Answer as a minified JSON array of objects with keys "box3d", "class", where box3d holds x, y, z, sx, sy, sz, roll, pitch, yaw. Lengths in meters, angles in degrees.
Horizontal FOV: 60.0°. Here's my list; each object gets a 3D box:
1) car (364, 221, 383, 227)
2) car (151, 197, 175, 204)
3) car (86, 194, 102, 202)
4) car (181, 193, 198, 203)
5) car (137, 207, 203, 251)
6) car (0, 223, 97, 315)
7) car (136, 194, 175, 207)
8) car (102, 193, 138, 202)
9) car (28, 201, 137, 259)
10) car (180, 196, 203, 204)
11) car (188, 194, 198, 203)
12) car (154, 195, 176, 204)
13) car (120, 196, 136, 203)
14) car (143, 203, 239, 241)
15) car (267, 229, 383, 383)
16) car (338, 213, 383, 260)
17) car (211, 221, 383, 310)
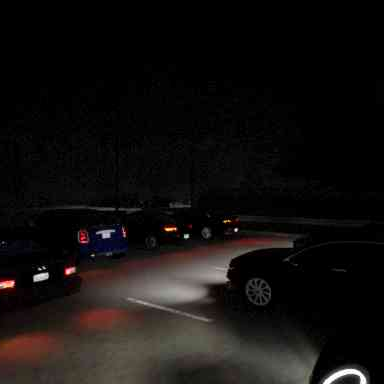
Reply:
[{"box3d":[5.088,1.526,8.954,4.674,1.442,1.812,0,0,36],"class":"car"},{"box3d":[-5.373,1.601,62.476,1.895,1.301,4.718,0,0,36],"class":"car"},{"box3d":[-13.626,1.490,51.170,2.128,1.511,4.902,0,0,36],"class":"car"},{"box3d":[0.434,1.212,58.536,2.150,2.045,5.566,0,1,39],"class":"car"},{"box3d":[-2.078,1.526,14.085,4.674,1.442,1.812,0,0,36],"class":"car"},{"box3d":[-4.694,1.547,7.336,5.357,1.411,2.033,0,0,36],"class":"car"},{"box3d":[-4.941,1.352,45.266,2.097,1.767,4.553,0,0,36],"class":"car"},{"box3d":[-10.162,1.216,49.994,2.150,2.045,5.566,0,1,35],"class":"car"},{"box3d":[-4.340,1.352,11.396,4.553,1.767,2.097,0,0,36],"class":"car"},{"box3d":[-0.091,1.477,63.766,1.882,1.535,5.008,0,0,36],"class":"car"},{"box3d":[1.997,1.488,54.804,2.128,1.511,4.902,0,0,36],"class":"car"},{"box3d":[-5.483,1.498,68.164,1.837,1.490,4.892,0,2,36],"class":"car"},{"box3d":[-7.519,1.601,47.672,1.895,1.301,4.718,0,0,36],"class":"car"},{"box3d":[0.084,1.505,16.837,4.892,1.490,1.837,0,0,36],"class":"car"},{"box3d":[3.005,1.352,1.845,4.553,1.767,2.097,0,0,36],"class":"car"},{"box3d":[8.008,1.547,11.173,5.357,1.411,2.033,0,0,36],"class":"car"},{"box3d":[2.969,1.505,6.177,4.892,1.490,1.837,0,0,36],"class":"car"}]
